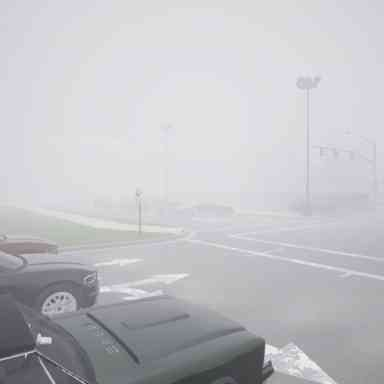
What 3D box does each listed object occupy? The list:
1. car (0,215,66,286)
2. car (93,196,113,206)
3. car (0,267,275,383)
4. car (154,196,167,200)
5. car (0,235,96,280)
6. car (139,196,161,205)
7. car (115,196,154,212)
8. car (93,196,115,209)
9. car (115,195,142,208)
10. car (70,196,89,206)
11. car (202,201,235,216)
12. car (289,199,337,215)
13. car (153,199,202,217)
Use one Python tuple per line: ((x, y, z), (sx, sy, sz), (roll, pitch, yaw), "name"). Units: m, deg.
((-5.934, 1.478, 8.133), (5.008, 1.535, 1.882), (0, 0, -35), "car")
((-15.166, 1.505, 56.535), (1.837, 1.490, 4.892), (0, 0, -35), "car")
((-1.535, 1.601, 2.665), (4.718, 1.301, 1.895), (0, 0, -35), "car")
((-3.434, 1.505, 40.337), (1.837, 1.490, 4.892), (0, 0, -36), "car")
((-3.994, 1.478, 5.215), (5.008, 1.535, 1.882), (0, 0, -35), "car")
((-7.619, 1.477, 60.026), (1.882, 1.535, 5.008), (0, 0, -36), "car")
((-6.833, 1.352, 39.057), (2.097, 1.767, 4.553), (0, 0, -36), "car")
((-12.168, 1.478, 46.381), (1.882, 1.535, 5.008), (0, 0, -36), "car")
((-9.301, 1.352, 48.377), (2.097, 1.767, 4.553), (0, 0, -36), "car")
((-18.851, 1.478, 55.672), (1.882, 1.535, 5.008), (0, 0, -35), "car")
((2.041, 1.601, 32.847), (1.895, 1.301, 4.718), (0, 0, -36), "car")
((11.935, 1.492, 33.211), (2.128, 1.511, 4.902), (0, 0, -36), "car")
((-1.502, 1.601, 31.763), (1.895, 1.301, 4.718), (0, 0, -36), "car")
